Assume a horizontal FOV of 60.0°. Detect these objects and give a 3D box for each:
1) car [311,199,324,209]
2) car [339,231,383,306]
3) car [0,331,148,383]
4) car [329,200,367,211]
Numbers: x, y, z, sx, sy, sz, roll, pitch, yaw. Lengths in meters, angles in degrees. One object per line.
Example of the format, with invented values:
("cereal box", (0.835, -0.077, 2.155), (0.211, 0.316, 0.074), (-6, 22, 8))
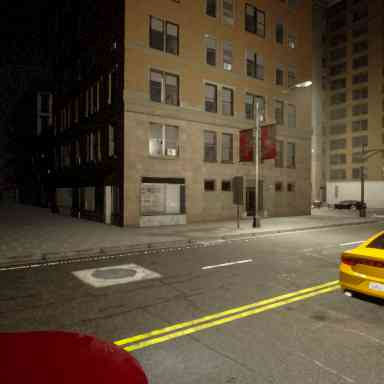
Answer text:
("car", (15.549, 1.582, 44.926), (2.008, 1.369, 4.403), (0, 0, -35))
("car", (5.201, 1.478, 7.170), (5.008, 1.535, 1.882), (0, 0, -35))
("car", (-2.426, 1.526, 1.708), (4.674, 1.442, 1.812), (0, 0, -36))
("car", (18.826, 1.597, 40.308), (1.947, 1.339, 4.313), (0, 0, -35))
